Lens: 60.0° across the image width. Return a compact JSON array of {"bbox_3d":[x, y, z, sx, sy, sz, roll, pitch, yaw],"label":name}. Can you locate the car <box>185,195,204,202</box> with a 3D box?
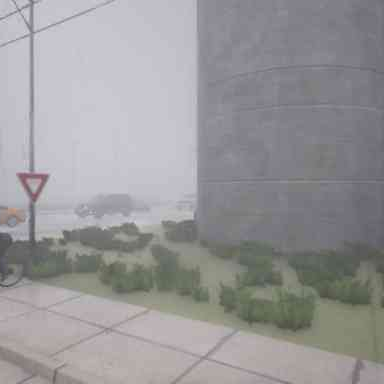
[{"bbox_3d":[0.599,1.425,76.178,3.905,1.438,1.784,0,0,32],"label":"car"}]

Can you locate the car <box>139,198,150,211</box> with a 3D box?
[{"bbox_3d":[-6.950,1.433,38.028,4.611,1.667,2.242,0,0,32],"label":"car"}]

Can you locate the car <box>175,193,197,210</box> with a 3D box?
[{"bbox_3d":[0.075,1.172,41.682,2.150,2.045,5.566,0,0,31],"label":"car"}]

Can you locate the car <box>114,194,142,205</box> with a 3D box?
[{"bbox_3d":[-10.960,1.239,56.897,4.605,1.855,1.932,0,0,32],"label":"car"}]

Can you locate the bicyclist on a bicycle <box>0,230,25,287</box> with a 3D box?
[{"bbox_3d":[-4.254,1.292,6.923,0.582,1.620,1.656,0,0,32],"label":"bicyclist on a bicycle"}]

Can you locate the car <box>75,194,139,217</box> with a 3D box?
[{"bbox_3d":[-7.529,1.185,29.090,2.150,2.045,5.566,0,0,31],"label":"car"}]

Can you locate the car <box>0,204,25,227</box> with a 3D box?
[{"bbox_3d":[-12.829,1.453,20.295,1.882,1.535,5.008,0,0,31],"label":"car"}]
